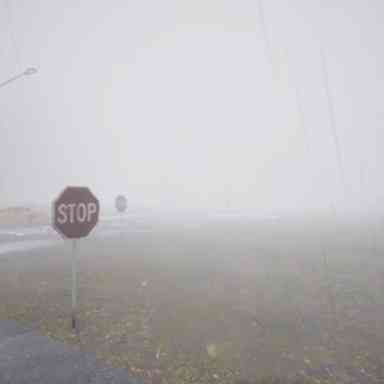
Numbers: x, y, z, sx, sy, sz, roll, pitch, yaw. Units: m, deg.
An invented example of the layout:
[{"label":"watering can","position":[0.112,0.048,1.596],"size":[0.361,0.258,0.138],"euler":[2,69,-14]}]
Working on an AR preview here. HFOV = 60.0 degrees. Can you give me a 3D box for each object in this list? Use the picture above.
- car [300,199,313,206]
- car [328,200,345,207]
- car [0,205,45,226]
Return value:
[{"label":"car","position":[26.794,2.390,77.525],"size":[1.882,1.535,5.008],"euler":[1,0,36]},{"label":"car","position":[30.203,2.427,70.305],"size":[1.882,1.535,5.008],"euler":[1,0,36]},{"label":"car","position":[-12.788,1.658,22.972],"size":[1.882,1.535,5.008],"euler":[1,0,36]}]
